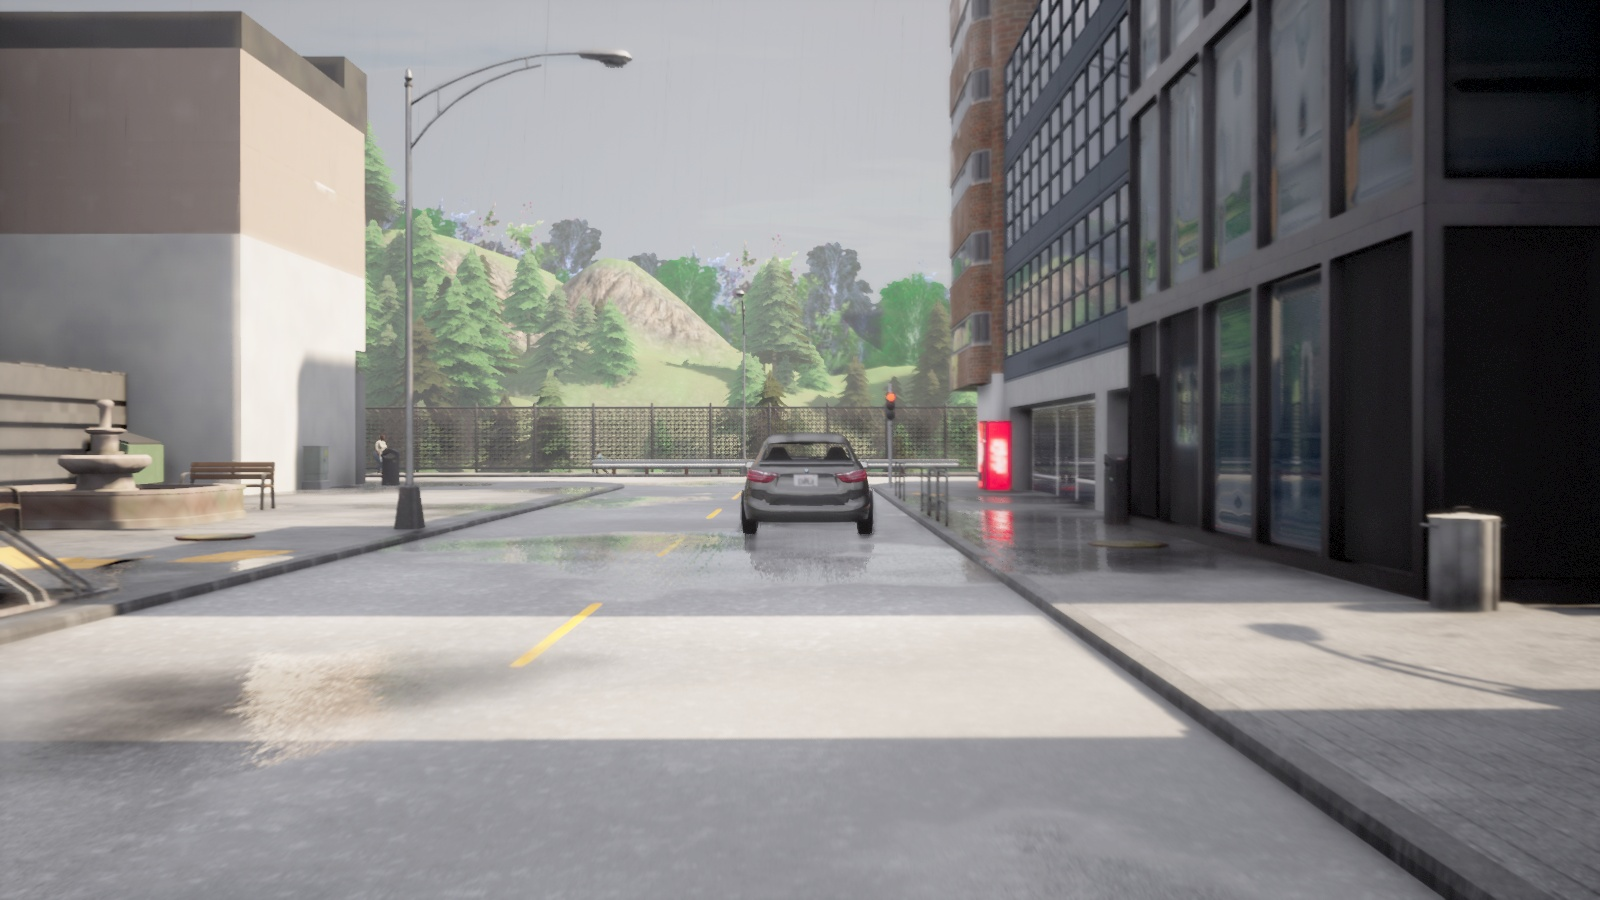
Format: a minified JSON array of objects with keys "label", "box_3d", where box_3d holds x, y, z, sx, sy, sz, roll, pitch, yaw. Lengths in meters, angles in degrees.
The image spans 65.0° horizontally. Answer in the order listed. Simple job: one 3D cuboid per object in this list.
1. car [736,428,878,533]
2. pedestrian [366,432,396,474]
[{"label":"car","box_3d":[0.124,0.465,22.226,2.242,1.667,4.611,0,0,0]},{"label":"pedestrian","box_3d":[-18.893,0.122,56.648,0.900,1.855,0.874,0,0,22]}]
